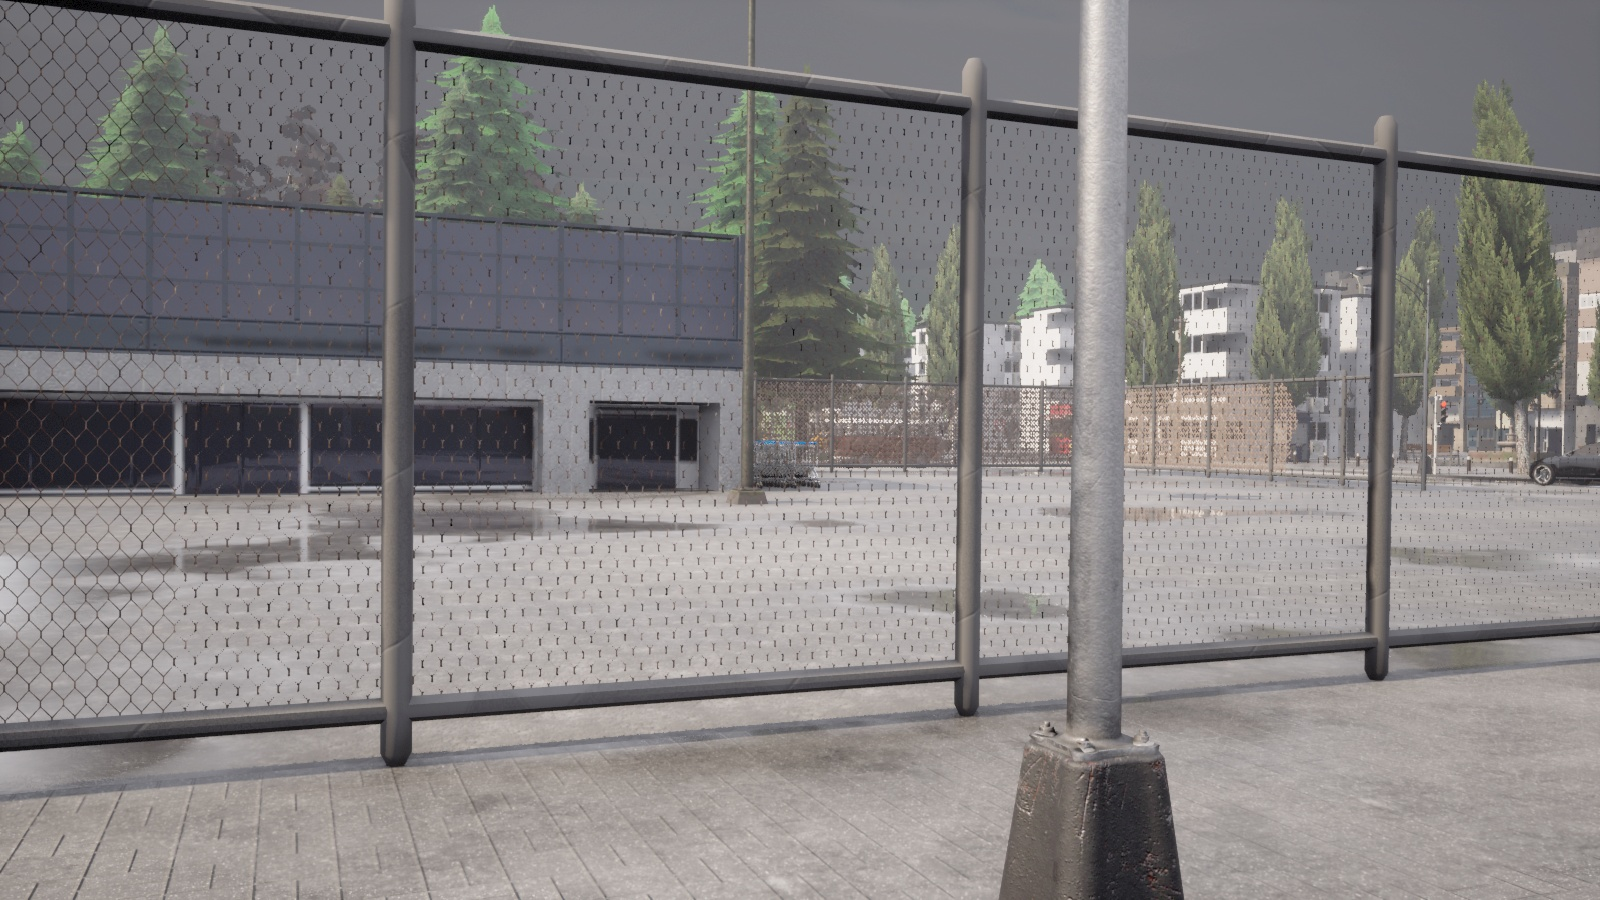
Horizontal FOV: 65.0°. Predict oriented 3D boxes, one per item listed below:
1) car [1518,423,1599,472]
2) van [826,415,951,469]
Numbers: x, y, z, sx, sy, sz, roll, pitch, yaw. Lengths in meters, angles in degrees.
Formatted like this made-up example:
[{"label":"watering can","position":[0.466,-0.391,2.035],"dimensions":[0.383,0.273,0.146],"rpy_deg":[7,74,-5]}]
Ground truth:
[{"label":"car","position":[25.242,-0.109,39.003],"dimensions":[2.163,1.488,4.792],"rpy_deg":[-1,1,-22]},{"label":"van","position":[3.504,-0.328,49.882],"dimensions":[4.480,2.038,2.069],"rpy_deg":[-1,1,-22]}]
